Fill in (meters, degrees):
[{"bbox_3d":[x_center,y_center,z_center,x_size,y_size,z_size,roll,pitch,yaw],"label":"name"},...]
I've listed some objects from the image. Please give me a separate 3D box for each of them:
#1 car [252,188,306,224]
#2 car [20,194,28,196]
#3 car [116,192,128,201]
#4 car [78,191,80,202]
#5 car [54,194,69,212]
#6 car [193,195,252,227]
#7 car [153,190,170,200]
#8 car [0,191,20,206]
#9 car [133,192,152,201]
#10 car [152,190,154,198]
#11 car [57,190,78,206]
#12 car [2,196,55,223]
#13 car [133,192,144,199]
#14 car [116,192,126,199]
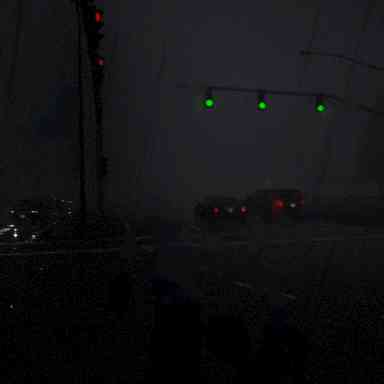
[{"bbox_3d":[4.902,0.798,21.003,2.150,2.045,5.566,-1,1,-15],"label":"car"},{"bbox_3d":[-25.637,1.088,50.050,2.128,1.511,4.902,-1,1,-15],"label":"car"},{"bbox_3d":[-12.001,0.864,57.275,1.895,1.301,4.718,-1,1,-14],"label":"car"},{"bbox_3d":[-19.426,0.655,53.995,2.150,2.045,5.566,-1,1,-15],"label":"car"},{"bbox_3d":[-14.049,1.227,33.398,2.033,1.411,5.357,-1,1,-14],"label":"car"},{"bbox_3d":[1.541,0.997,20.035,2.097,1.767,4.553,-1,1,-15],"label":"car"},{"bbox_3d":[-5.153,0.731,58.744,1.895,1.301,4.718,-1,1,-14],"label":"car"},{"bbox_3d":[-23.064,0.934,40.281,2.150,2.045,5.566,-1,1,-15],"label":"car"},{"bbox_3d":[-8.686,0.670,58.428,1.882,1.535,5.008,-1,1,-14],"label":"car"},{"bbox_3d":[-7.577,0.364,68.716,2.097,1.767,4.553,-1,1,-13],"label":"car"},{"bbox_3d":[-16.696,0.779,43.576,2.150,2.045,5.566,-1,1,-15],"label":"car"},{"bbox_3d":[-11.591,1.283,23.966,2.128,1.511,4.902,-1,1,-15],"label":"car"},{"bbox_3d":[-11.050,0.669,68.216,1.895,1.301,4.718,-1,1,-13],"label":"car"},{"bbox_3d":[-14.331,0.746,66.887,1.895,1.301,4.718,-1,1,-13],"label":"car"}]
